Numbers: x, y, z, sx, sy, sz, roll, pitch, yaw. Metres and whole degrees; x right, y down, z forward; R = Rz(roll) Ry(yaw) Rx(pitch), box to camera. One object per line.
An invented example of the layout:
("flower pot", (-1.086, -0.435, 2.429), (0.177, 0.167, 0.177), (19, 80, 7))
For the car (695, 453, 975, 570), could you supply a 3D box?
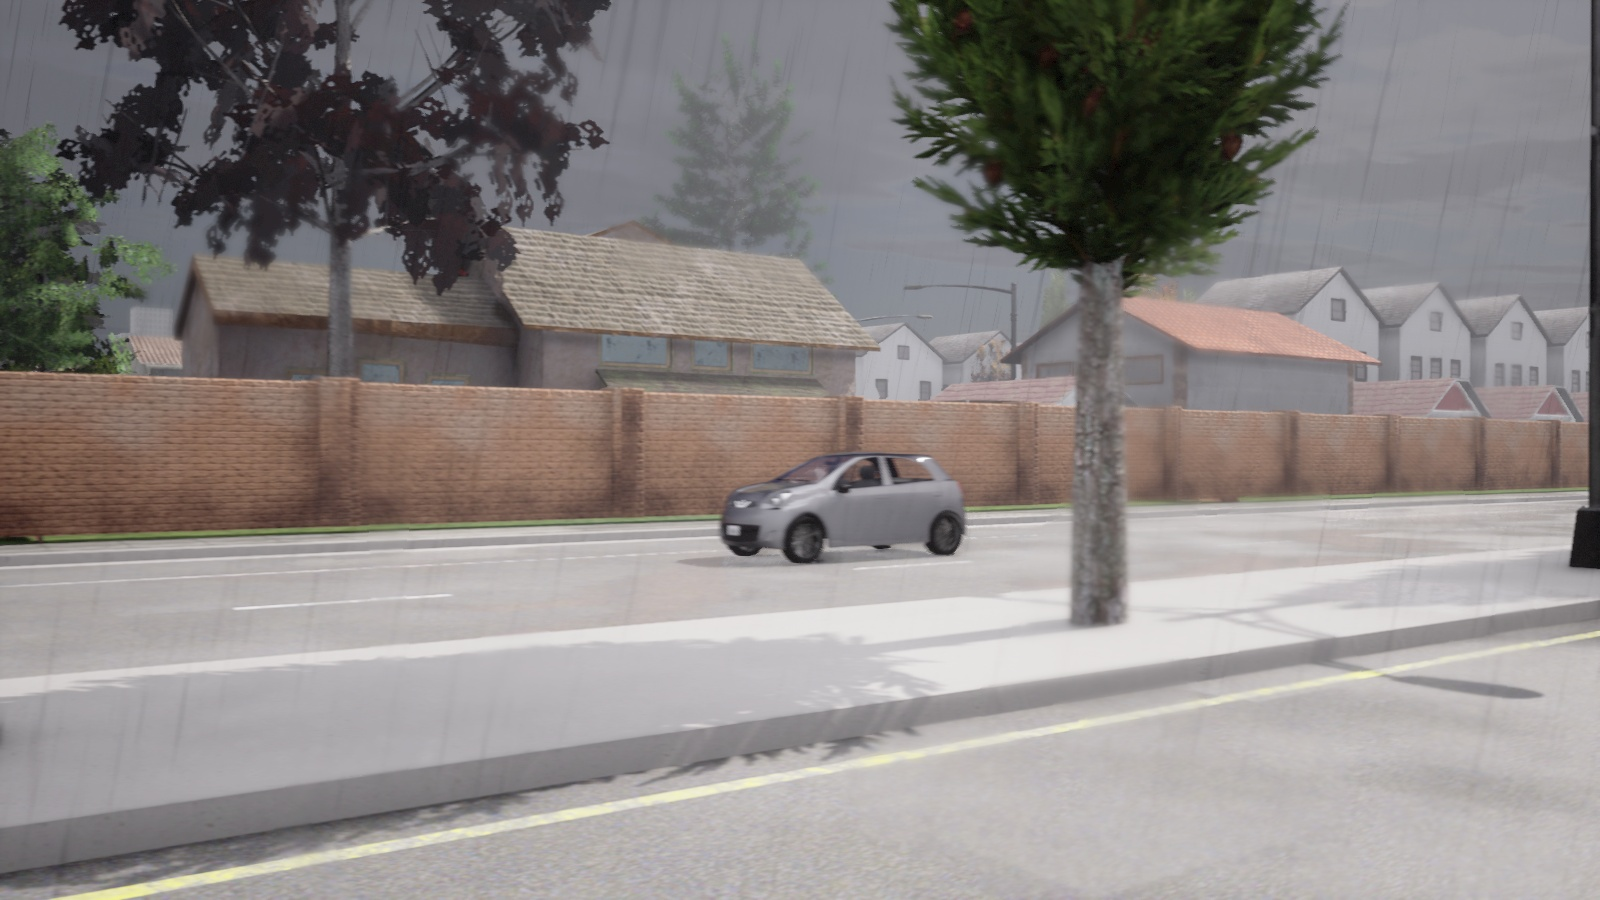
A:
("car", (0.528, 0.802, 18.038), (3.633, 1.501, 1.845), (0, 0, -35))
